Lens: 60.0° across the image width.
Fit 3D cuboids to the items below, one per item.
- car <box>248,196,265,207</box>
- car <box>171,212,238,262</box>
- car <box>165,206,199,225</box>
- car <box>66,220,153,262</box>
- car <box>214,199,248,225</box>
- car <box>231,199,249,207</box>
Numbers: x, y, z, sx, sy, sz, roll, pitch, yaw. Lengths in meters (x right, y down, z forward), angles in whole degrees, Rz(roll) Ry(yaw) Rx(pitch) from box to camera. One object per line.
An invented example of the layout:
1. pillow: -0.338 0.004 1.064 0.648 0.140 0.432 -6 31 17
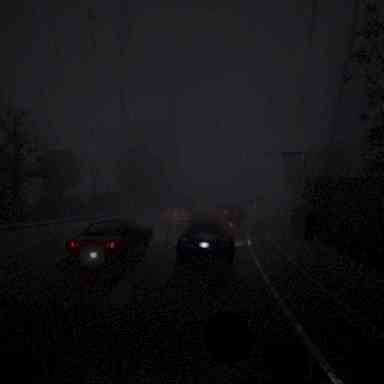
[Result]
1. car: 12.761 1.913 66.505 2.150 2.045 5.566 0 0 32
2. car: 0.647 1.699 12.750 1.994 1.385 4.181 0 -1 7
3. car: -0.607 1.823 26.667 2.033 1.411 5.357 0 -1 13
4. car: -2.881 1.734 12.804 1.895 1.301 4.718 0 -1 7
5. car: 3.051 1.633 26.768 2.097 1.767 4.553 0 -1 14
6. car: 9.938 2.177 68.576 1.882 1.535 5.008 0 -1 32
